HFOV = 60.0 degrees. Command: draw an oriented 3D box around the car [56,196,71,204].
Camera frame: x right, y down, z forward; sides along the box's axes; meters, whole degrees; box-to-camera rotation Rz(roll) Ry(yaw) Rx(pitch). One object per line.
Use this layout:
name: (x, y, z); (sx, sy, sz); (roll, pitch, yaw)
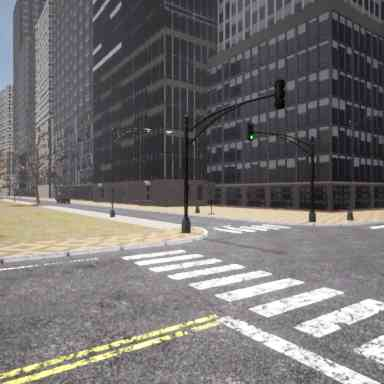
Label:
car: (-24.713, 1.510, 63.735); (1.837, 1.490, 4.892); (0, 0, -35)
